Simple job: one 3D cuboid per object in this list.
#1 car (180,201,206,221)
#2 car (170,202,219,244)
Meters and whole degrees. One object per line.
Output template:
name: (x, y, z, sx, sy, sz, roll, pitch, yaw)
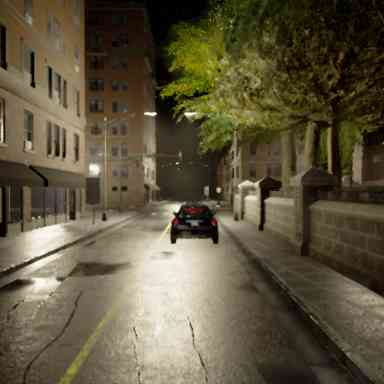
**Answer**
car: (0.044, 1.524, 27.253, 1.994, 1.385, 4.181, 0, 0, -1)
car: (0.102, 1.329, 15.851, 2.097, 1.767, 4.553, 0, 0, 0)
